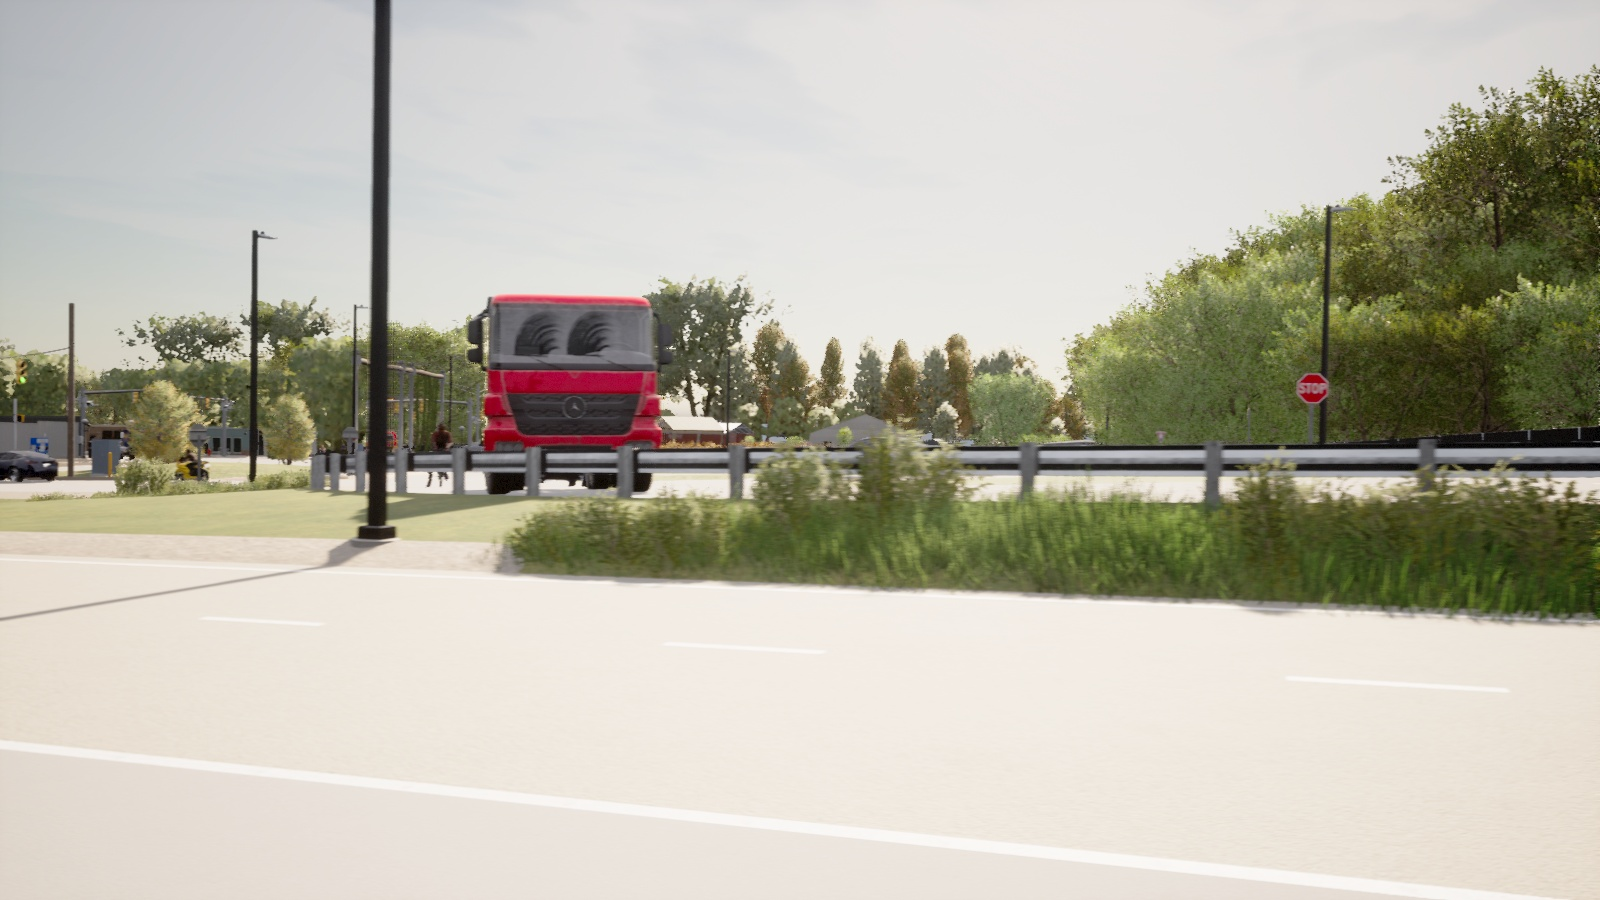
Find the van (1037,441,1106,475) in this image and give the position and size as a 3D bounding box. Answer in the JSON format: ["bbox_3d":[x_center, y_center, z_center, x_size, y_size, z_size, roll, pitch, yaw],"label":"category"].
[{"bbox_3d":[17.663,0.541,81.831,1.775,1.987,4.442,0,-3,-31],"label":"van"}]

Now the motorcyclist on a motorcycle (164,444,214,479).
[{"bbox_3d":[-27.607,0.504,56.708,2.044,1.523,0.797,0,1,19],"label":"motorcyclist on a motorcycle"}]

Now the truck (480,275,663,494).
[{"bbox_3d":[-4.585,-0.977,24.062,2.891,3.462,7.936,0,-1,-14],"label":"truck"}]

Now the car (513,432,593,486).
[{"bbox_3d":[-7.821,0.324,39.434,1.882,1.535,5.008,1,-2,-17],"label":"car"}]

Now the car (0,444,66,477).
[{"bbox_3d":[-37.889,0.493,60.051,4.792,1.488,2.163,0,1,18],"label":"car"}]
